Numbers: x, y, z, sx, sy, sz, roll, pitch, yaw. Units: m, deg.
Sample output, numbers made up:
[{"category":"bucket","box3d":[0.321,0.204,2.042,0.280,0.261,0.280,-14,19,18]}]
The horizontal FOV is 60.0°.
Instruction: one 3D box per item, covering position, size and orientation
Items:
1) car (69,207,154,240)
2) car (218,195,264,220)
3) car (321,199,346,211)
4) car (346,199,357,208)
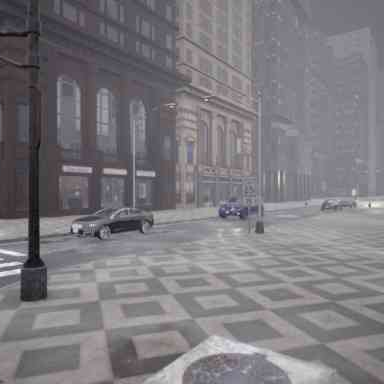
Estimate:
[{"category":"car","box3d":[-4.024,1.533,17.434,2.128,1.511,4.902,0,0,34]},{"category":"car","box3d":[4.462,1.308,29.276,2.150,2.045,5.566,0,0,36]},{"category":"car","box3d":[17.858,1.655,42.502,1.812,1.442,4.674,0,0,36]},{"category":"car","box3d":[23.760,1.703,50.747,2.033,1.411,5.357,0,0,36]}]
